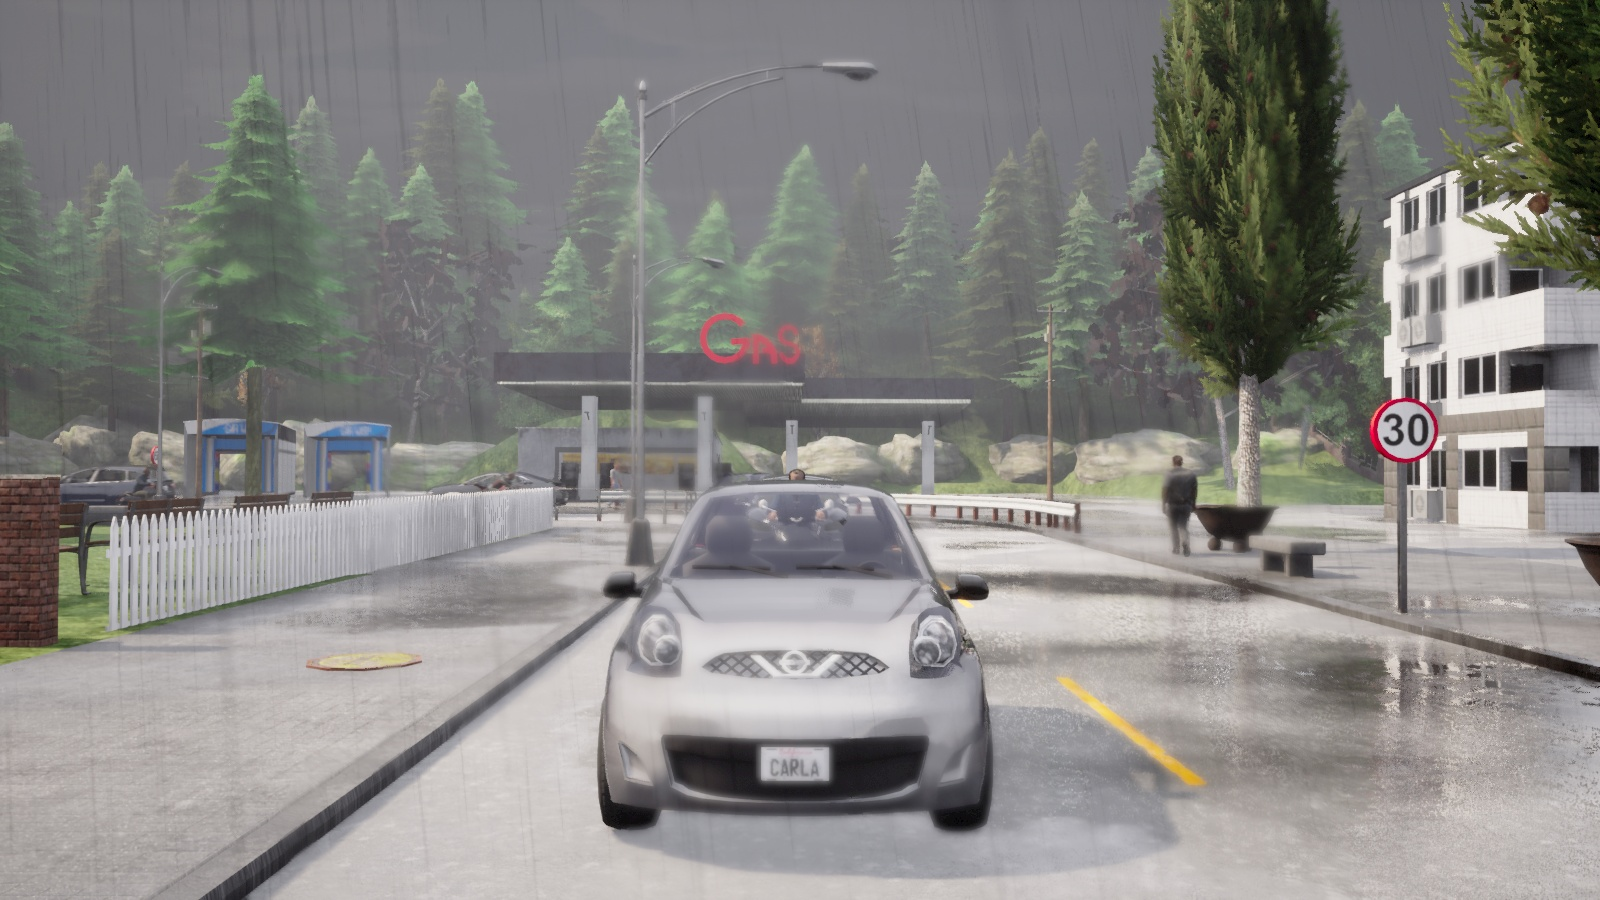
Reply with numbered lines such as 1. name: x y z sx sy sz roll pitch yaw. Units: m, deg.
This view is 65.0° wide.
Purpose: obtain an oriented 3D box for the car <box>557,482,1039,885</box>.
1. car: -0.012 0.940 6.633 1.845 1.501 3.633 0 -1 0

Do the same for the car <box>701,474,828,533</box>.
1. car: -1.014 1.402 33.918 1.845 1.501 3.633 1 -1 -32

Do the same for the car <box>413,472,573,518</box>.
1. car: -10.411 1.530 42.821 4.902 1.511 2.128 0 -1 3

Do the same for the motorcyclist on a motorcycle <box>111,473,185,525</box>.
1. motorcyclist on a motorcycle: -20.125 1.499 38.795 1.817 1.590 0.866 0 -1 0

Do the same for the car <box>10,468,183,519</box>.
1. car: -23.886 1.471 42.781 4.611 1.667 2.242 0 -1 0

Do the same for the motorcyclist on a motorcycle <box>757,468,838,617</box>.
1. motorcyclist on a motorcycle: -0.028 1.011 14.452 0.866 1.590 1.817 0 -1 0

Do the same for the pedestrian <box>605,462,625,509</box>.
1. pedestrian: -7.200 1.375 48.890 0.706 1.836 0.354 0 -1 15

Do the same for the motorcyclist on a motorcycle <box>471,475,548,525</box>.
1. motorcyclist on a motorcycle: -8.964 1.536 38.798 2.191 1.530 0.866 0 -1 2

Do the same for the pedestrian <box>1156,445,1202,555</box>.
1. pedestrian: 6.614 0.866 21.957 0.563 1.883 0.849 0 -1 3

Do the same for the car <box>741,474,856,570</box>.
1. car: -0.029 1.196 22.551 1.837 1.490 4.892 0 -1 0
